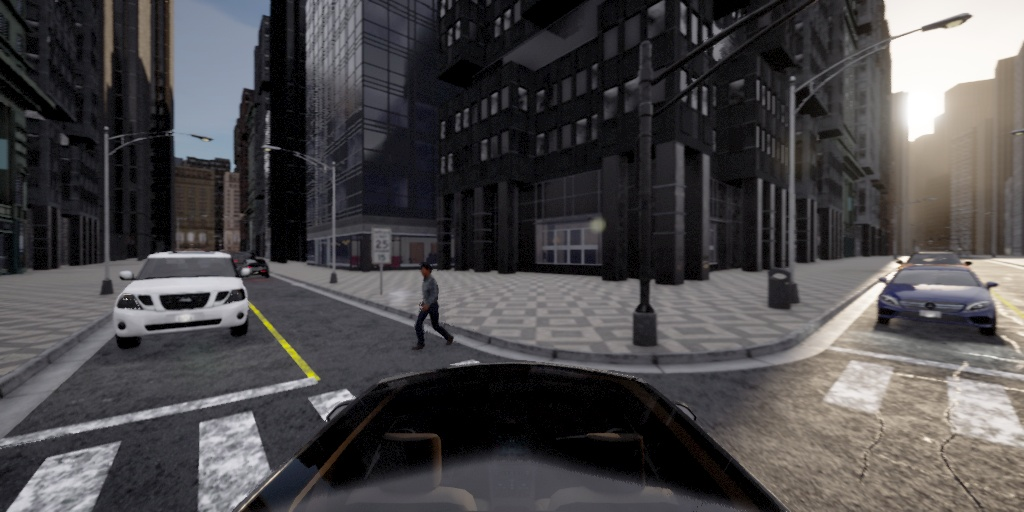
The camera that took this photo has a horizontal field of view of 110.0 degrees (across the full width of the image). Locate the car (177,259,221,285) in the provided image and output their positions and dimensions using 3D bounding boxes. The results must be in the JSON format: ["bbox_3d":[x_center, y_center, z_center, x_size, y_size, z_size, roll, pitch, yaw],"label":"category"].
[{"bbox_3d":[-21.692,1.003,24.973,2.128,1.511,4.902,0,1,-40],"label":"car"}]

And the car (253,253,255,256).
[{"bbox_3d":[-27.542,0.599,36.715,2.150,2.045,5.566,0,1,-41],"label":"car"}]

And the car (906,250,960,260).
[{"bbox_3d":[18.753,0.587,15.986,4.553,1.767,2.097,-2,1,-40],"label":"car"}]

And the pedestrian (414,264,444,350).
[{"bbox_3d":[-1.735,1.001,7.514,0.375,1.860,0.375,0,0,-41],"label":"pedestrian"}]

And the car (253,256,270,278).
[{"bbox_3d":[-20.763,0.986,28.787,1.837,1.490,4.892,0,1,-40],"label":"car"}]

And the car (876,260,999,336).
[{"bbox_3d":[11.162,0.981,9.478,4.674,1.442,1.812,-2,1,-39],"label":"car"}]

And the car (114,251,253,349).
[{"bbox_3d":[-8.456,0.896,9.511,2.150,2.045,5.566,0,1,-39],"label":"car"}]
